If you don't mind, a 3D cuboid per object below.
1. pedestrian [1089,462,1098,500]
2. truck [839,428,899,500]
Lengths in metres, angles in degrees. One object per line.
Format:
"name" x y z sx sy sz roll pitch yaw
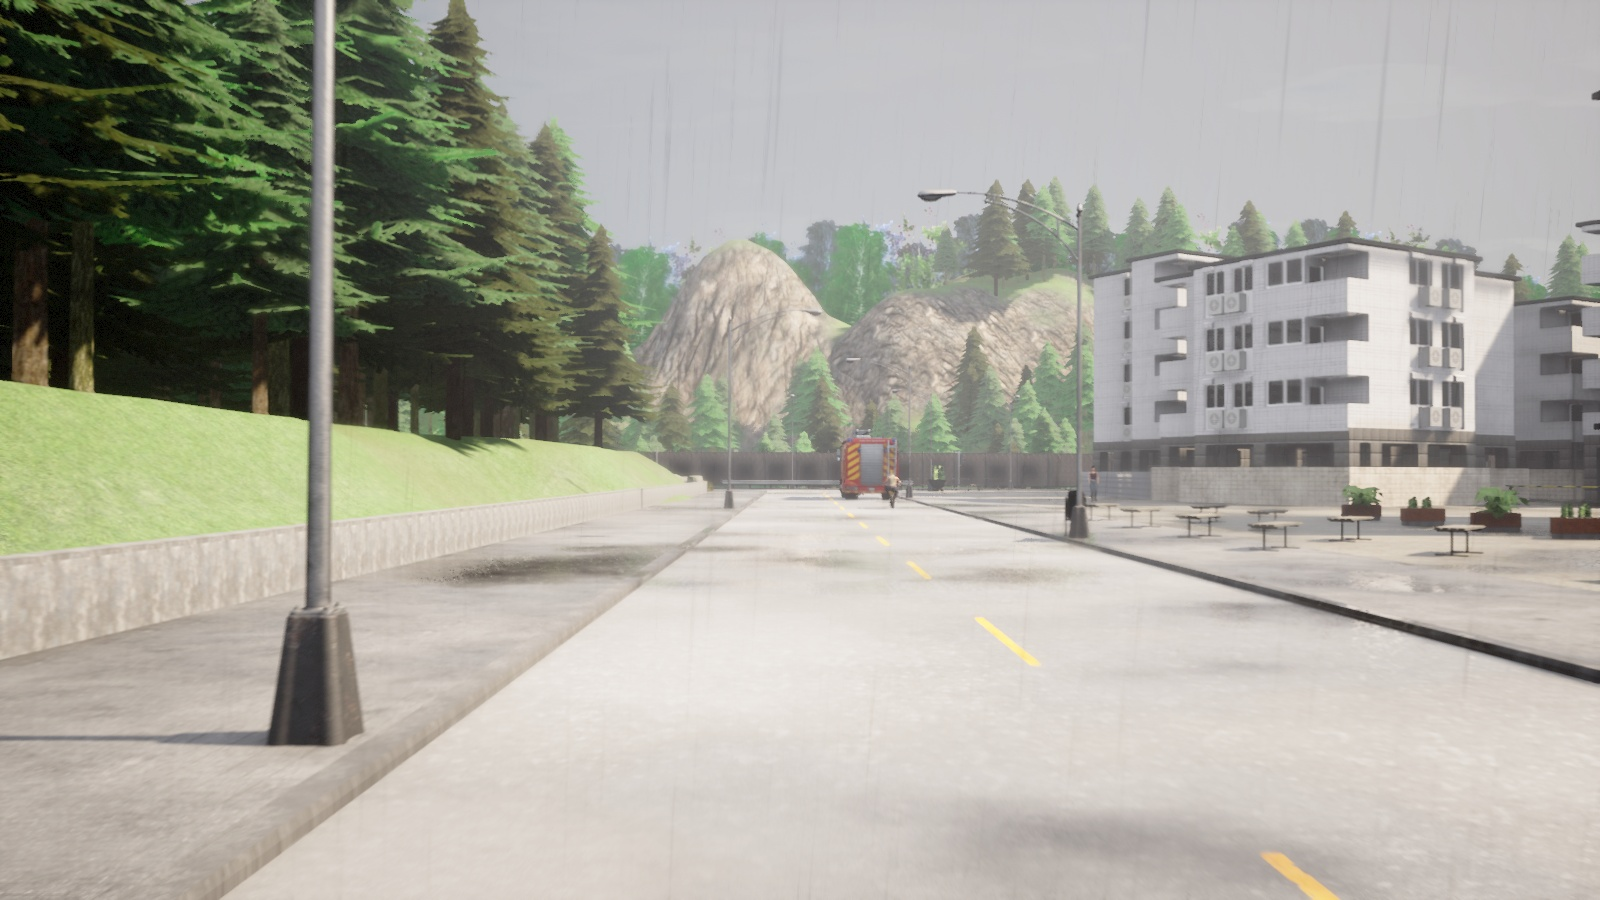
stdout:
"pedestrian" 14.316 1.493 61.293 0.345 1.836 0.594 0 -1 9
"truck" 3.830 0.831 71.456 2.891 3.827 8.468 0 -1 0
